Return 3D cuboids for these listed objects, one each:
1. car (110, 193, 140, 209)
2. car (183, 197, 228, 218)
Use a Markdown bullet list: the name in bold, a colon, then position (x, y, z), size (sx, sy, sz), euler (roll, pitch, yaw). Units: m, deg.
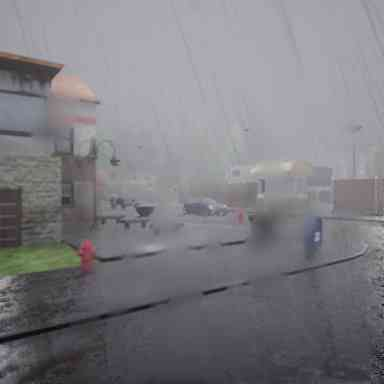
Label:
- **car**: position (-8.859, 1.107, 43.510), size (2.150, 2.045, 5.566), euler (0, 0, -35)
- **car**: position (1.139, 1.238, 29.323), size (2.097, 1.767, 4.553), euler (0, 0, -35)
